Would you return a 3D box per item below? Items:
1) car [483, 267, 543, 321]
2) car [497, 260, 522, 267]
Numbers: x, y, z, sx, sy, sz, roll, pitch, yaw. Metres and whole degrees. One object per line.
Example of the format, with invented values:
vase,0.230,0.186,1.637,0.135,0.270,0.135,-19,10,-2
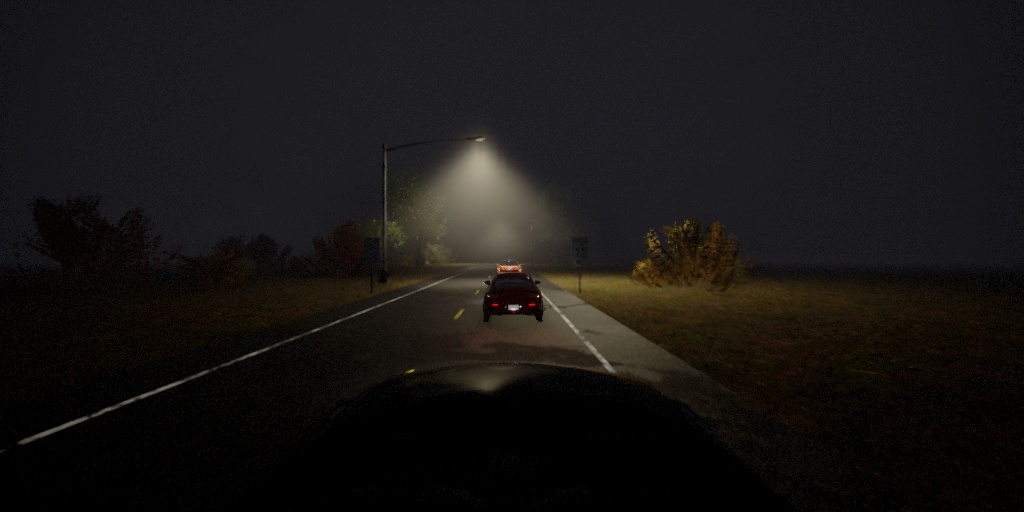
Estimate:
car,0.021,1.272,12.343,1.812,1.442,4.674,0,0,-1
car,-0.241,1.085,30.820,2.097,1.767,4.553,0,0,-1
